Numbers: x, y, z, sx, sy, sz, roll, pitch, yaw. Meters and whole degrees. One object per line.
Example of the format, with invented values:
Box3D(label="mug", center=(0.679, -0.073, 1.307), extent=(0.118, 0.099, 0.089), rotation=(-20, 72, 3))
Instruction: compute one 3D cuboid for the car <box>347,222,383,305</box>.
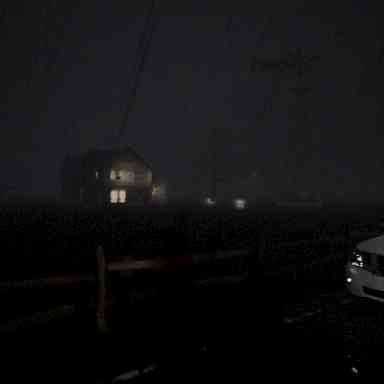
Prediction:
Box3D(label="car", center=(5.602, 1.258, 7.085), extent=(5.566, 2.045, 2.150), rotation=(0, 0, -36))
